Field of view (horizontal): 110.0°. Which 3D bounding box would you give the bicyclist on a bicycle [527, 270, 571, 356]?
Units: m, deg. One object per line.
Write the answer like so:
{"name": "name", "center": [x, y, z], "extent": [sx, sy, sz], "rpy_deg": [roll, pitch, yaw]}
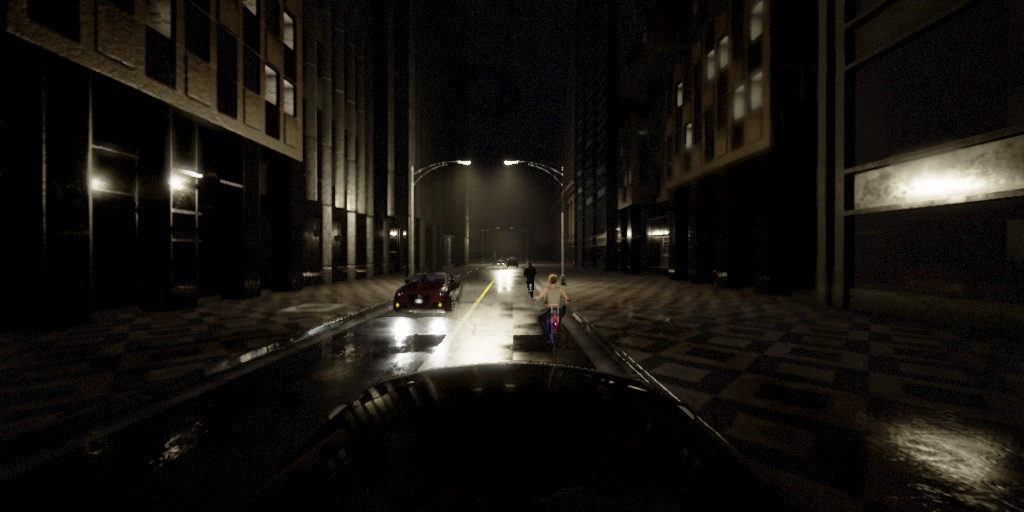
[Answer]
{"name": "bicyclist on a bicycle", "center": [0.859, 1.186, 7.649], "extent": [0.866, 1.612, 1.509], "rpy_deg": [0, 0, 0]}

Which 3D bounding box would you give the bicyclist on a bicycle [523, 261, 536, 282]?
{"name": "bicyclist on a bicycle", "center": [0.829, 1.118, 16.452], "extent": [0.659, 1.776, 1.843], "rpy_deg": [0, 0, 0]}

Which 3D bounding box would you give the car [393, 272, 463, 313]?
{"name": "car", "center": [-3.099, 1.312, 13.900], "extent": [1.994, 1.385, 4.181], "rpy_deg": [0, 0, 0]}

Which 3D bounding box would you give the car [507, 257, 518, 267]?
{"name": "car", "center": [0.115, 1.197, 62.889], "extent": [1.882, 1.535, 5.008], "rpy_deg": [0, 0, 0]}
